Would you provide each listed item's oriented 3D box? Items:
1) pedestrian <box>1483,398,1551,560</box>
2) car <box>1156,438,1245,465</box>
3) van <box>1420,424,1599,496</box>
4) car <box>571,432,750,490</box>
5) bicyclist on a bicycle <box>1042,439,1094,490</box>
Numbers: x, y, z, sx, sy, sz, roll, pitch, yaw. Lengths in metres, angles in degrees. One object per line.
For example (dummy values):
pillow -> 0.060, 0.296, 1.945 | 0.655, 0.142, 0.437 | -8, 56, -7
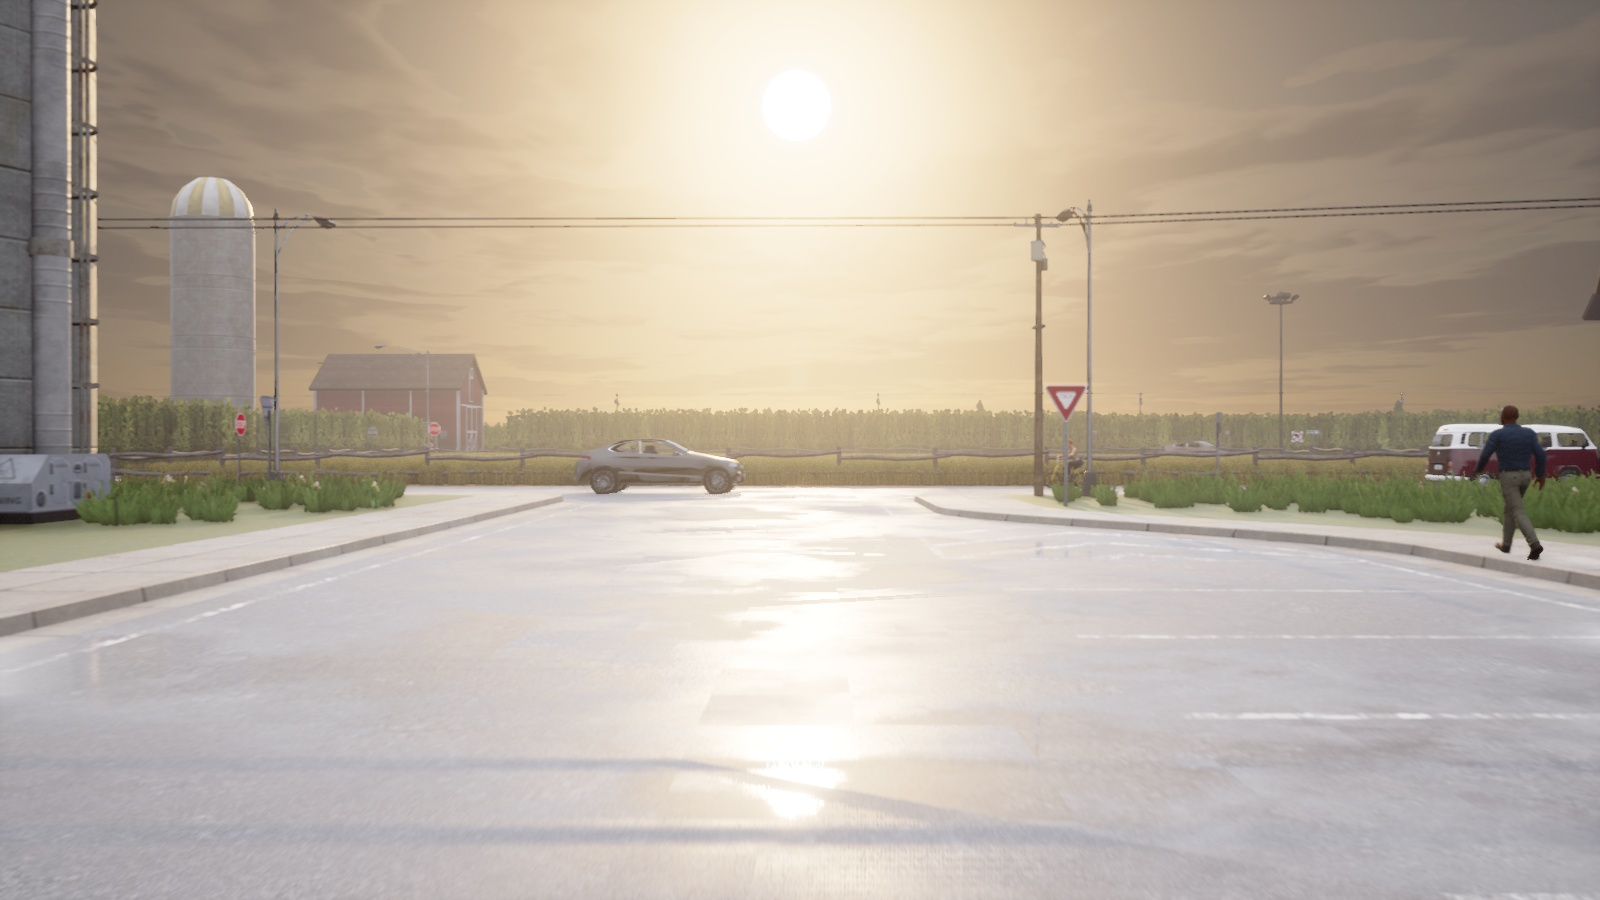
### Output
pedestrian -> 8.330, 0.326, 14.602 | 0.370, 1.835, 0.726 | 0, 0, -1
car -> 25.883, 0.088, 81.175 | 5.027, 1.651, 2.152 | 0, 0, 43
van -> 20.883, 0.280, 36.744 | 4.480, 2.038, 2.069 | 0, 0, 1
car -> -4.062, 0.312, 37.225 | 5.027, 1.651, 2.152 | 0, 0, 1
bicyclist on a bicycle -> 8.617, 0.462, 40.459 | 1.509, 1.612, 0.866 | 0, 0, 1
